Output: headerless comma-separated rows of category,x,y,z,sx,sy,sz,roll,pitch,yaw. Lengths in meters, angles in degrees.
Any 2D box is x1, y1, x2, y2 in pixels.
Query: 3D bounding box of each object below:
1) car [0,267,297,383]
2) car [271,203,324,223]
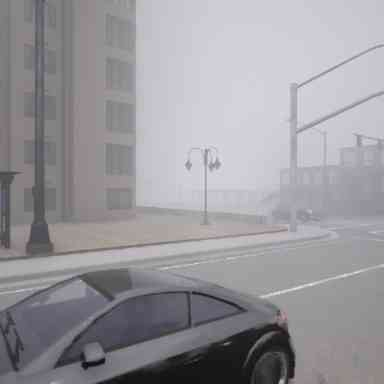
car,-0.885,1.564,3.347,4.181,1.385,1.994,0,0,-35
car,9.134,1.744,29.112,2.097,1.767,4.553,1,-5,-36
